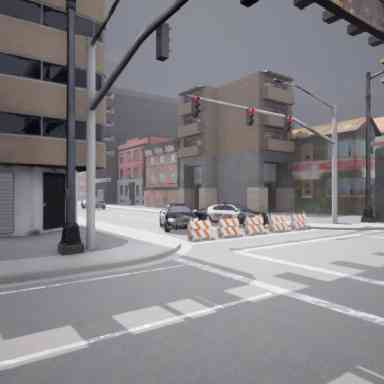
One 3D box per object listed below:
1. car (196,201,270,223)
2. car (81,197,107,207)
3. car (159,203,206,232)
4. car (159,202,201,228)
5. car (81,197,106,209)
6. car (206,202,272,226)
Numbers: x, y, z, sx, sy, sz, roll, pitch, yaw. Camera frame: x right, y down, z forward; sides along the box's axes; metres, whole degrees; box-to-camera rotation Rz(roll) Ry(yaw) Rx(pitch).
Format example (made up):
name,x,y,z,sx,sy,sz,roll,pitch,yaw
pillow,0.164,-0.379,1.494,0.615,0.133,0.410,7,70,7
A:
name,x,y,z,sx,sy,sz,roll,pitch,yaw
car,2.698,1.295,22.165,4.536,1.218,1.853,0,0,34
car,-12.962,1.295,43.670,1.853,1.218,4.536,0,0,-36
car,-0.832,1.453,19.983,2.038,1.542,4.974,0,0,-11
car,-0.842,1.295,20.034,1.853,1.218,4.536,0,0,-11
car,-12.931,1.453,43.628,2.038,1.542,4.974,0,0,-36
car,2.741,1.453,22.136,4.974,1.542,2.038,0,0,34
